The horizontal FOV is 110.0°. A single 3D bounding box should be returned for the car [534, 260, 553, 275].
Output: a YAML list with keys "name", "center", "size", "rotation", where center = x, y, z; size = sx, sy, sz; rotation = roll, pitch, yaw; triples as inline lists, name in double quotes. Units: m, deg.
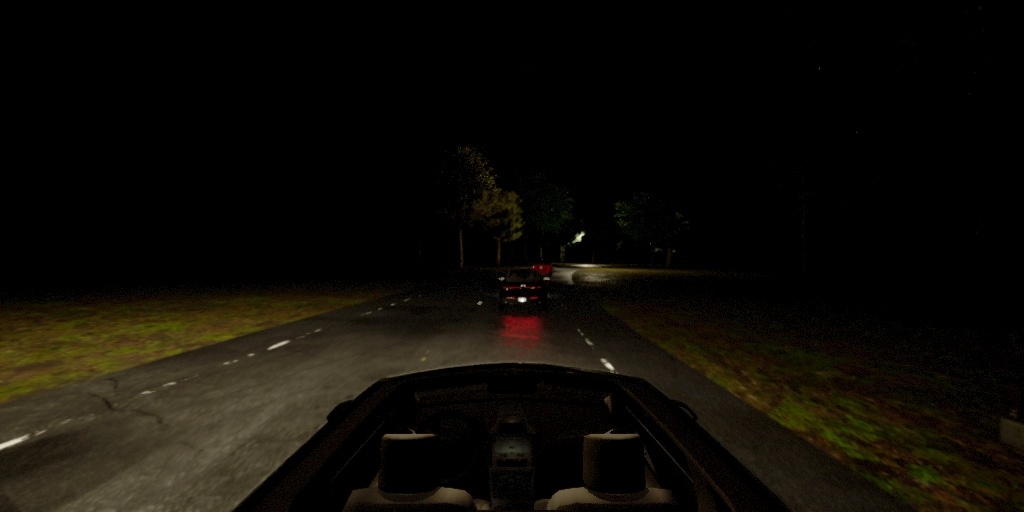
- name: "car"
  center: [3.450, 1.252, 40.014]
  size: [2.097, 1.767, 4.553]
  rotation: [1, 0, 10]

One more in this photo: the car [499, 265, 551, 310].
- name: "car"
  center: [0.513, 1.298, 15.145]
  size: [1.837, 1.490, 4.892]
  rotation: [0, 0, 3]
